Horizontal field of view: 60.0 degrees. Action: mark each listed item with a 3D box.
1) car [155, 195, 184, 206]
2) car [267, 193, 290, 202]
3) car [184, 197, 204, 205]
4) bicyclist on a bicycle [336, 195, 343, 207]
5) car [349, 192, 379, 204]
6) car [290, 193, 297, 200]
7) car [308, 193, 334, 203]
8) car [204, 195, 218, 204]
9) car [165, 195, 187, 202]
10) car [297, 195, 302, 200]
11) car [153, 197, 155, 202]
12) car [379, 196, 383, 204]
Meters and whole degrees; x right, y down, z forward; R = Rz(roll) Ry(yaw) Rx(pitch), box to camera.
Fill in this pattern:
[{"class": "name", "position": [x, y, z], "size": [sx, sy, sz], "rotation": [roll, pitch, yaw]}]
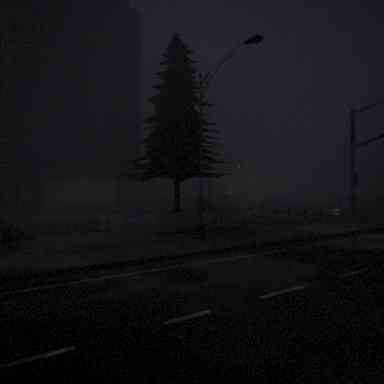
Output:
[{"class": "car", "position": [-3.589, 1.550, 53.139], "size": [1.994, 1.385, 4.181], "rotation": [0, 0, -35]}, {"class": "car", "position": [20.965, 1.363, 80.844], "size": [1.970, 1.475, 3.806], "rotation": [0, 0, -36]}, {"class": "car", "position": [-0.381, 1.546, 60.886], "size": [1.994, 1.385, 4.181], "rotation": [0, 0, -35]}, {"class": "bicyclist on a bicycle", "position": [19.976, 1.281, 45.105], "size": [1.656, 1.620, 0.582], "rotation": [0, 0, -36]}, {"class": "car", "position": [38.740, 1.115, 75.078], "size": [1.932, 1.855, 4.605], "rotation": [0, 0, -36]}, {"class": "car", "position": [23.323, 1.330, 82.524], "size": [1.784, 1.438, 3.905], "rotation": [0, 0, -36]}, {"class": "car", "position": [25.032, 1.366, 65.198], "size": [1.970, 1.475, 3.806], "rotation": [0, 0, -36]}, {"class": "car", "position": [2.418, 1.544, 62.987], "size": [1.994, 1.385, 4.181], "rotation": [0, 0, -35]}, {"class": "car", "position": [-3.444, 1.347, 71.063], "size": [2.033, 1.411, 5.357], "rotation": [0, 0, -36]}, {"class": "car", "position": [25.479, 1.118, 84.122], "size": [1.932, 1.855, 4.605], "rotation": [0, 0, -36]}, {"class": "car", "position": [-6.287, 1.341, 69.021], "size": [1.882, 1.535, 5.008], "rotation": [0, 0, -36]}, {"class": "car", "position": [41.136, 1.324, 76.707], "size": [1.784, 1.438, 3.905], "rotation": [0, 0, -36]}]
